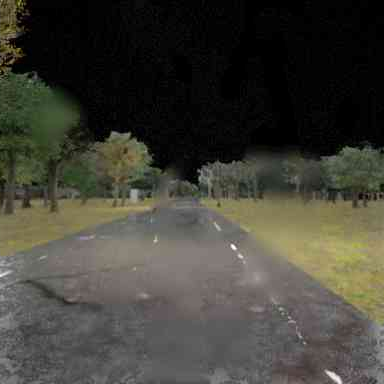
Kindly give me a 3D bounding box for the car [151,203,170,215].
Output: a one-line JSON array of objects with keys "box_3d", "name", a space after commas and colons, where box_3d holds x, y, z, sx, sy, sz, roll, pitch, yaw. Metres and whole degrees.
[{"box_3d": [-3.597, 1.945, 38.781, 1.895, 1.301, 4.718, 0, -1, 0], "name": "car"}]
